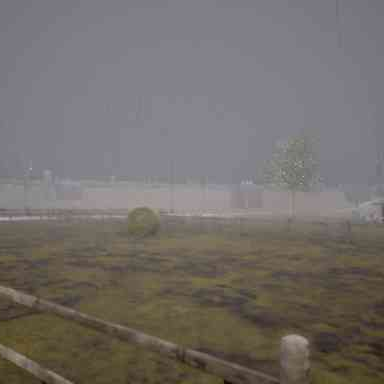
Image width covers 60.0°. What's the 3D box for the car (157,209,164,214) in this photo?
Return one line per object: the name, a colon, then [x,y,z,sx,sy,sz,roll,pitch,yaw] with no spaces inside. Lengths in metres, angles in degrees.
car: [-7.732,3.885,65.497,1.895,1.301,4.718,0,-2,35]
